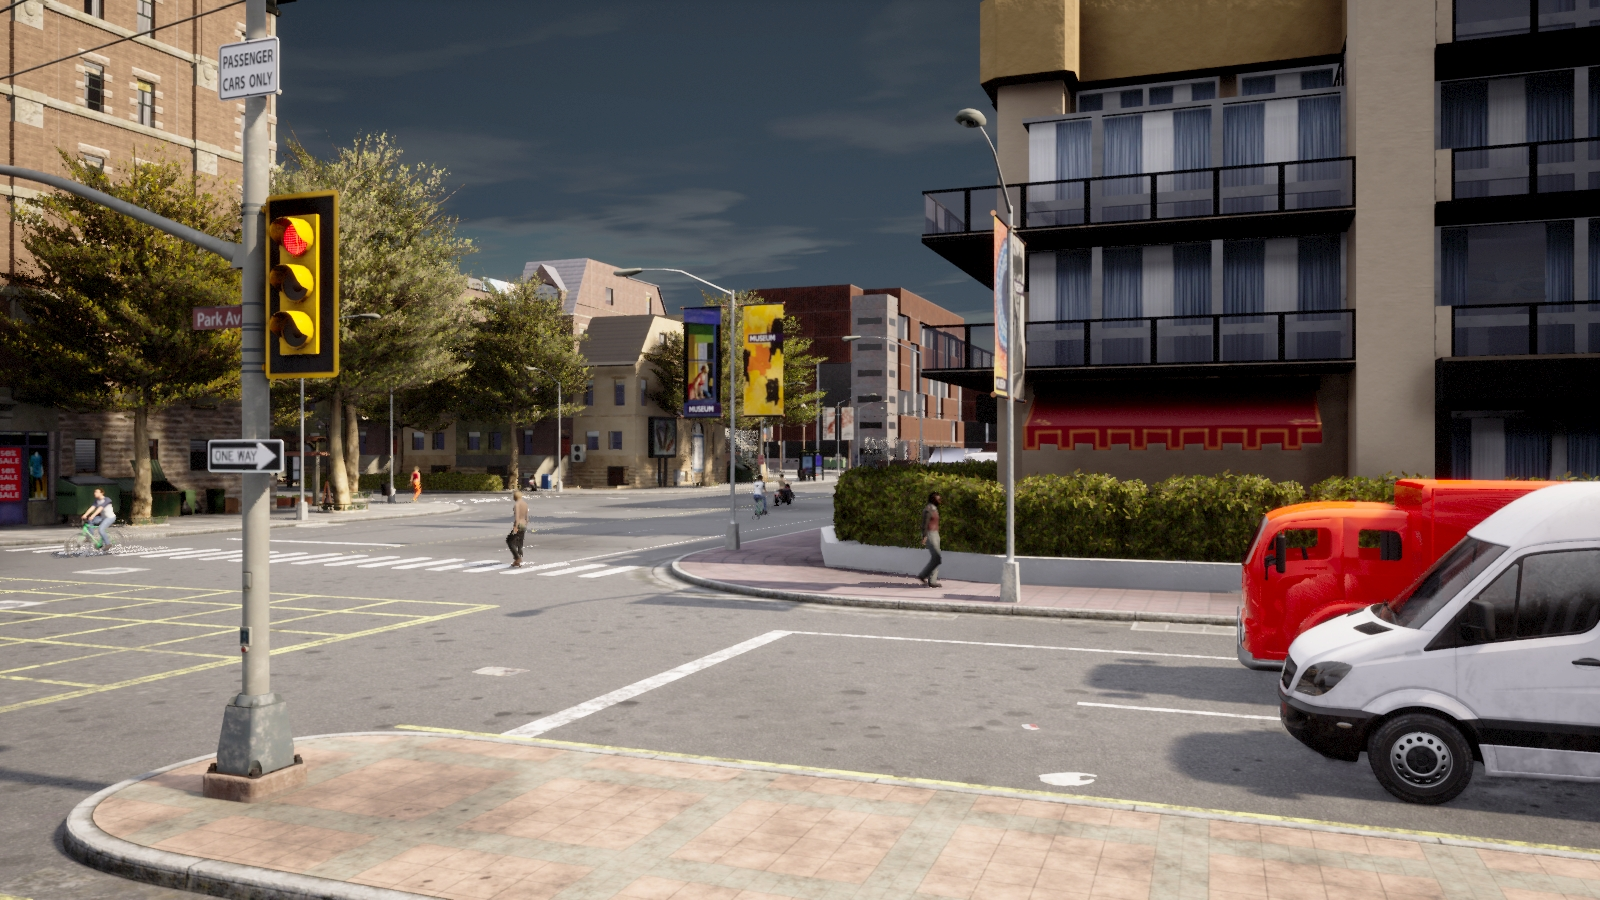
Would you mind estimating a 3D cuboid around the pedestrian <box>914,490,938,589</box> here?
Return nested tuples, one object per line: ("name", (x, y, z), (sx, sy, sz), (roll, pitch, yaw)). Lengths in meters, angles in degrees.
("pedestrian", (2.408, 1.696, 21.842), (0.375, 1.860, 0.375), (0, 0, 22))

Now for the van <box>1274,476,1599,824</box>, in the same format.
("van", (7.076, 1.534, 9.260), (5.915, 2.561, 1.988), (0, 0, 21))

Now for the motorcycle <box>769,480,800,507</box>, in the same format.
("motorcycle", (-0.764, 2.170, 57.289), (0.764, 1.277, 2.356), (0, 0, 20))

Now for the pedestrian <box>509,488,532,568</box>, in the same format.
("pedestrian", (-6.613, 1.849, 27.066), (0.375, 1.860, 0.375), (0, 0, 23))

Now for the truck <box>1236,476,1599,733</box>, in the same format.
("truck", (7.678, 1.568, 12.781), (5.204, 2.467, 2.627), (0, 0, 20))

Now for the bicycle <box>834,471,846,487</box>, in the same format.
("bicycle", (3.071, 2.206, 87.206), (0.373, 1.196, 1.643), (0, 1, 20))

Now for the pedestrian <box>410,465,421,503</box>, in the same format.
("pedestrian", (-18.994, 1.696, 56.416), (0.375, 1.860, 0.375), (0, 0, 17))

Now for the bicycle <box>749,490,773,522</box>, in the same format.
("bicycle", (-1.533, 2.206, 45.209), (0.373, 1.196, 1.643), (0, 0, 21))
